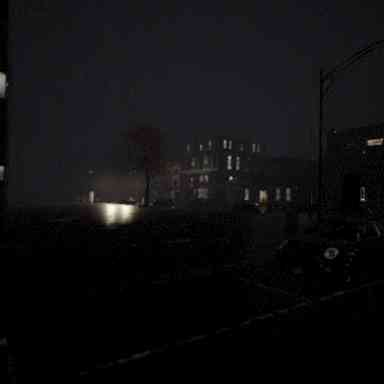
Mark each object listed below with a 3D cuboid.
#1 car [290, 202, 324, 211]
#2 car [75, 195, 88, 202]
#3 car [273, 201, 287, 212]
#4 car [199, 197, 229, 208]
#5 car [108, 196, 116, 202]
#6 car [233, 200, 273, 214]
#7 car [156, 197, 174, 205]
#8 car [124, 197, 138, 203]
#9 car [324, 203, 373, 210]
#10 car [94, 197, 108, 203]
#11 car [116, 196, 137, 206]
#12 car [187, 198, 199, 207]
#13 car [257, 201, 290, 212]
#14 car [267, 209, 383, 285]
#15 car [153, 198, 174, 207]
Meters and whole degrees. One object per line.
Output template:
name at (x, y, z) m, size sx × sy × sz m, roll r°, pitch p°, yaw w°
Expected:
car at (14.108, 1.880, 40.638) m, size 1.947 × 1.339 × 4.313 m, roll 1°, pitch -1°, yaw -35°
car at (-28.222, 1.977, 86.663) m, size 1.752 × 1.417 × 4.829 m, roll 1°, pitch -1°, yaw -35°
car at (8.235, 1.813, 38.722) m, size 1.895 × 1.301 × 4.718 m, roll 1°, pitch -1°, yaw -35°
car at (3.967, 1.712, 55.163) m, size 2.192 × 1.841 × 5.009 m, roll 1°, pitch -1°, yaw -35°
car at (-21.435, 1.923, 91.587) m, size 2.192 × 1.841 × 5.009 m, roll 1°, pitch -1°, yaw -35°
car at (6.411, 1.599, 36.581) m, size 1.967 × 1.590 × 4.097 m, roll 1°, pitch -1°, yaw -35°
car at (-5.603, 1.915, 68.790) m, size 1.967 × 1.590 × 4.097 m, roll 1°, pitch -1°, yaw -35°
car at (-15.200, 2.081, 82.606) m, size 1.752 × 1.417 × 4.829 m, roll 1°, pitch -1°, yaw -35°
car at (17.236, 1.840, 36.135) m, size 2.008 × 1.369 × 4.403 m, roll 1°, pitch -1°, yaw -35°
car at (-21.984, 1.965, 77.684) m, size 1.947 × 1.339 × 4.313 m, roll 1°, pitch -1°, yaw -35°
car at (-12.387, 1.843, 63.868) m, size 1.752 × 1.417 × 4.829 m, roll 1°, pitch -1°, yaw -35°
car at (0.772, 1.862, 59.703) m, size 1.967 × 1.590 × 4.097 m, roll 1°, pitch -1°, yaw -35°
car at (10.981, 1.922, 45.138) m, size 1.802 × 1.307 × 4.206 m, roll 1°, pitch -1°, yaw -35°
car at (4.307, 1.478, 9.589) m, size 4.097 × 1.590 × 1.967 m, roll 0°, pitch 1°, yaw -36°
car at (-5.020, 1.817, 57.950) m, size 2.128 × 1.511 × 4.902 m, roll 1°, pitch -1°, yaw -34°
